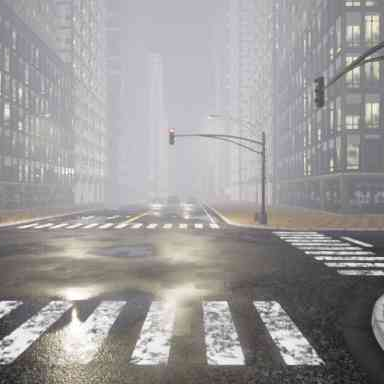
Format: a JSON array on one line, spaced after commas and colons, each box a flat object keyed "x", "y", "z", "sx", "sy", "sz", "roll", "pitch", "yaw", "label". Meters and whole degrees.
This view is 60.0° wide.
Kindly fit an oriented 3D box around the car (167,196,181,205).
[{"x": -3.284, "y": 1.453, "z": 60.149, "sx": 2.097, "sy": 1.767, "sz": 4.553, "roll": 0, "pitch": 0, "yaw": 0, "label": "car"}]

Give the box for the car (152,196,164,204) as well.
[{"x": -6.536, "y": 1.608, "z": 64.345, "sx": 2.128, "sy": 1.511, "sz": 4.902, "roll": 0, "pitch": 0, "yaw": 0, "label": "car"}]

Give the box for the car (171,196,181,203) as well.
[{"x": -3.290, "y": 1.565, "z": 70.209, "sx": 1.895, "sy": 1.301, "sz": 4.718, "roll": 0, "pitch": 0, "yaw": 0, "label": "car"}]

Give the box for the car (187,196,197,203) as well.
[{"x": -0.039, "y": 1.541, "z": 70.598, "sx": 1.994, "sy": 1.385, "sz": 4.181, "roll": 0, "pitch": 0, "yaw": 0, "label": "car"}]

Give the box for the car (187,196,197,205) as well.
[{"x": -0.034, "y": 1.703, "z": 60.626, "sx": 1.895, "sy": 1.301, "sz": 4.718, "roll": 0, "pitch": 0, "yaw": 0, "label": "car"}]
